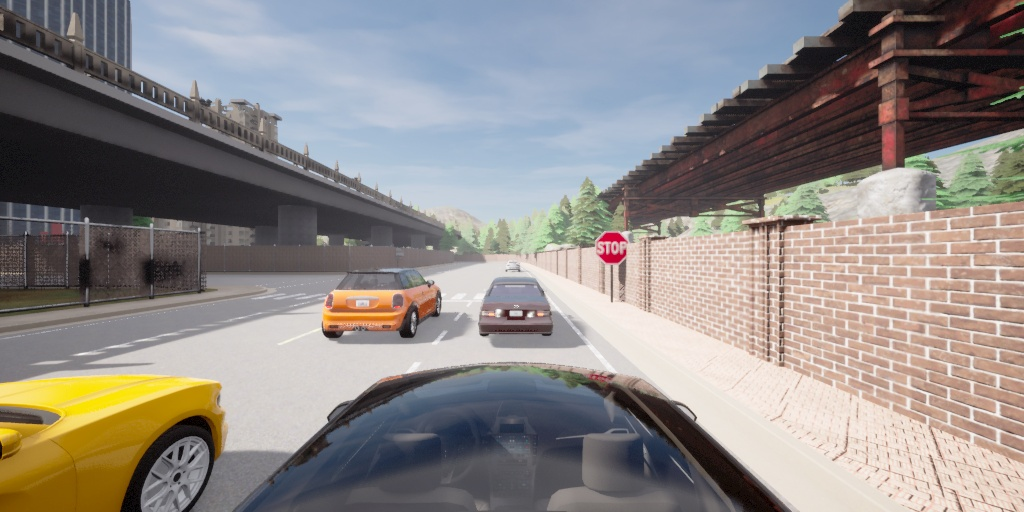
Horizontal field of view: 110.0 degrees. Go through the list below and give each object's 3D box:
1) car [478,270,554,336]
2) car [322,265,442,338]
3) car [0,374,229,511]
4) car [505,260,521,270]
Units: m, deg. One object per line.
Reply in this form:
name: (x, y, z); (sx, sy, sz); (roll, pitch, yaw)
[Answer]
car: (0.087, 1.297, 10.331); (2.033, 1.411, 5.357); (0, 0, 0)
car: (-3.414, 1.102, 10.312); (2.097, 1.767, 4.553); (0, 0, 0)
car: (-3.397, 1.228, 1.054); (1.882, 1.535, 5.008); (0, 0, 0)
car: (0.110, 1.276, 46.214); (1.812, 1.442, 4.674); (0, 0, -1)
